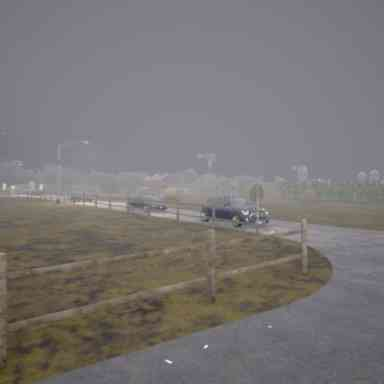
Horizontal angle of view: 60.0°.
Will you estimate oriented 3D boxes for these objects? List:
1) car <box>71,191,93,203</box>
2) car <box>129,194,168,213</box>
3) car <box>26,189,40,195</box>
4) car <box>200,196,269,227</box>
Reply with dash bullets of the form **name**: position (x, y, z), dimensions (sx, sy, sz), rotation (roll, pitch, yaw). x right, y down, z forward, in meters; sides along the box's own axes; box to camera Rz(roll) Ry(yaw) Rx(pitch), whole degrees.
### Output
- **car**: position (-14.717, 0.651, 44.322), dimensions (1.837, 1.490, 4.892), rotation (1, 0, -35)
- **car**: position (-3.904, 0.977, 29.164), dimensions (1.837, 1.490, 4.892), rotation (1, 1, -36)
- **car**: position (-40.099, -0.056, 84.338), dimensions (2.097, 1.767, 4.553), rotation (1, 0, -33)
- **car**: position (2.499, 1.046, 20.144), dimensions (2.097, 1.767, 4.553), rotation (1, 1, -34)
